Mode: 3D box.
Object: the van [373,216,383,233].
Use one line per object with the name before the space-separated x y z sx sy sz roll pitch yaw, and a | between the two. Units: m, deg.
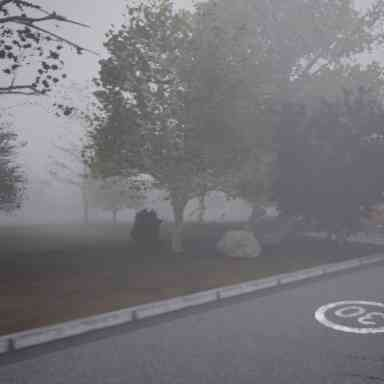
van | 12.233 1.410 18.983 1.878 1.987 4.442 1 -1 -36
